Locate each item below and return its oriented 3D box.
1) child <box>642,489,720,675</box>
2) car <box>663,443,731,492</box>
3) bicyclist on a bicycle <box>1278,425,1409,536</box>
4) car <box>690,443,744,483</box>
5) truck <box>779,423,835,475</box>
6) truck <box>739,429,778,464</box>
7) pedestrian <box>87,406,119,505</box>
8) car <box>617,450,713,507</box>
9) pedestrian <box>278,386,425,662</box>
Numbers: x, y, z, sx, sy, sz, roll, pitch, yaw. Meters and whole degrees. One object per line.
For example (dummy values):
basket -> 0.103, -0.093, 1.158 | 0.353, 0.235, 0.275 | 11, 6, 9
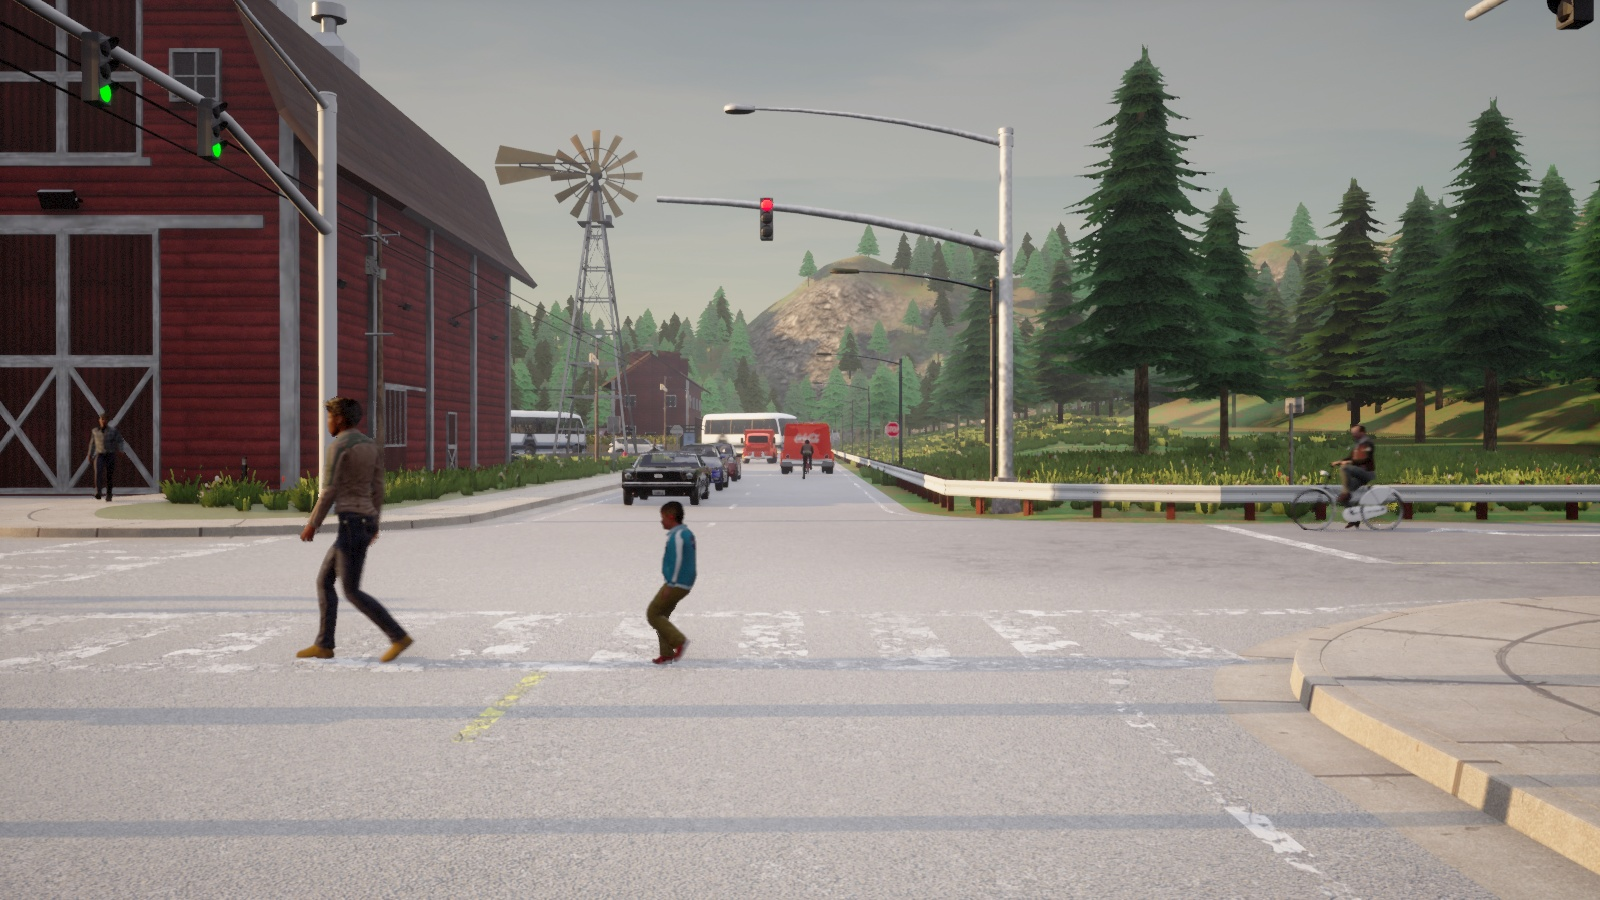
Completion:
child -> -0.790, 0.864, 8.370 | 0.448, 1.192, 0.343 | 0, 0, 8
car -> -3.261, 0.529, 40.469 | 1.816, 1.474, 4.193 | 0, 0, 0
bicyclist on a bicycle -> 8.852, 0.482, 20.505 | 1.843, 1.776, 0.659 | 0, 0, -1
car -> -3.213, 0.479, 49.318 | 1.845, 1.501, 3.633 | 0, 0, 0
truck -> 0.356, -0.084, 61.790 | 2.627, 2.467, 5.204 | 0, 1, 0
truck -> -2.972, -0.262, 91.544 | 2.627, 2.467, 5.204 | 0, 0, 0
pedestrian -> -14.056, 0.104, 25.341 | 0.423, 1.949, 0.788 | 0, 0, -18
car -> -3.310, 0.665, 31.709 | 1.895, 1.301, 4.718 | 0, 0, 0
pedestrian -> -2.999, 0.482, 8.413 | 0.869, 1.805, 0.328 | 0, 0, 6
